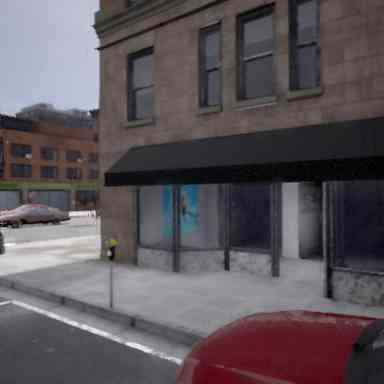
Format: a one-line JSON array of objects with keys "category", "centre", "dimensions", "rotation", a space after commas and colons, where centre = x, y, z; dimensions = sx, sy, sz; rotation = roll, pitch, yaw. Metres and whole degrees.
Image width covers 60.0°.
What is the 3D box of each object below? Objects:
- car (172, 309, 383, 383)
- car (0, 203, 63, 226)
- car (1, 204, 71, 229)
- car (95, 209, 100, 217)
[{"category": "car", "centre": [2.084, 1.307, 1.323], "dimensions": [5.009, 1.841, 2.192], "rotation": [-1, 0, 36]}, {"category": "car", "centre": [-13.504, 1.784, 27.682], "dimensions": [1.882, 1.535, 5.008], "rotation": [-1, -1, 35]}, {"category": "car", "centre": [-11.701, 1.819, 24.598], "dimensions": [2.033, 1.411, 5.357], "rotation": [-1, -1, 35]}, {"category": "car", "centre": [-8.144, 1.919, 35.264], "dimensions": [1.994, 1.385, 4.181], "rotation": [-1, -1, 35]}]
